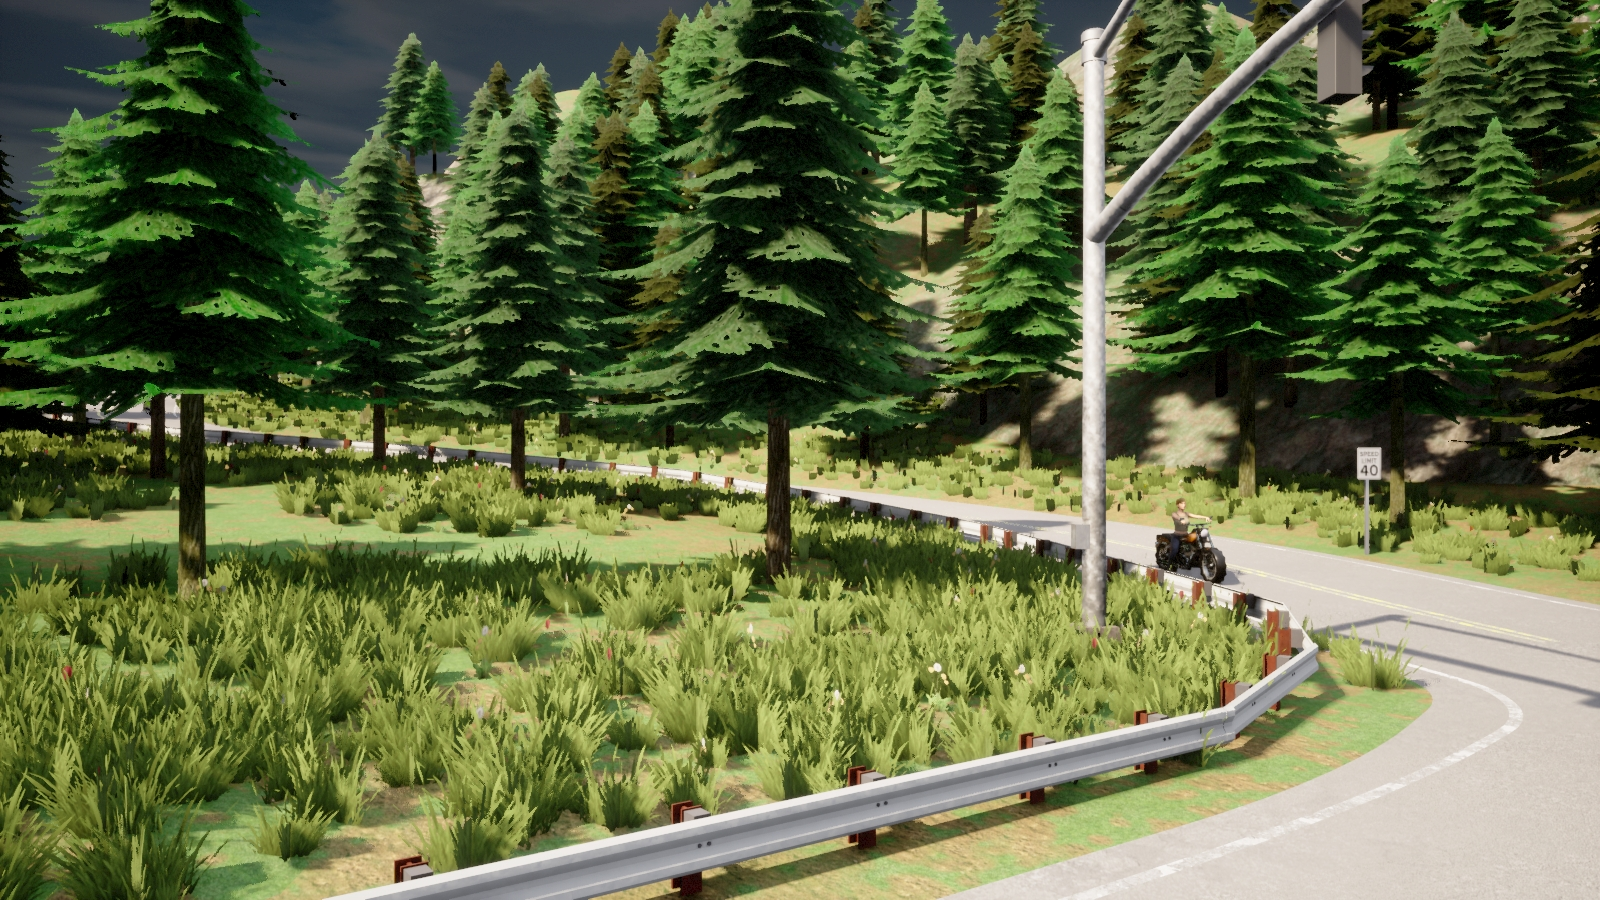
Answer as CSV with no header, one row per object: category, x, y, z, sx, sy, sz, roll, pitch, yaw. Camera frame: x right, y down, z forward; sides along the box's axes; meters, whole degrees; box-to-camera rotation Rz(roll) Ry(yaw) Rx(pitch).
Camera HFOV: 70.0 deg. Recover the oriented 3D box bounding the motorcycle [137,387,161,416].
motorcycle,-32.608,-2.436,57.224,0.856,1.316,1.805,1,4,-35
